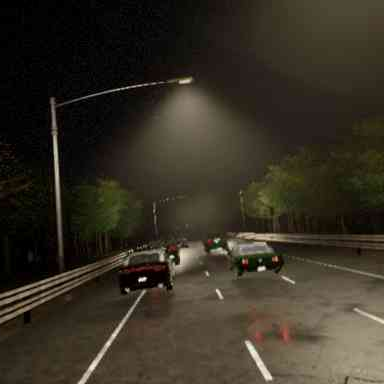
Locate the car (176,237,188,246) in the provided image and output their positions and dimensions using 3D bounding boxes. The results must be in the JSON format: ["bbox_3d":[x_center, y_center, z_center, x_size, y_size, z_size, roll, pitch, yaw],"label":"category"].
[{"bbox_3d":[-2.018,10.152,67.921,2.128,1.511,4.902,-5,-7,-2],"label":"car"}]

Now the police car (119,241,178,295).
[{"bbox_3d":[-1.783,3.138,13.999,1.930,1.638,5.238,-5,-7,-2],"label":"police car"}]

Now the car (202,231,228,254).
[{"bbox_3d":[2.334,5.078,33.838,2.150,2.045,5.566,-5,-7,-2],"label":"car"}]

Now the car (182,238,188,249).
[{"bbox_3d":[-1.532,7.651,48.288,2.033,1.411,5.357,-5,-7,-2],"label":"car"}]

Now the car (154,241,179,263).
[{"bbox_3d":[-2.171,5.256,29.744,1.882,1.535,5.008,-5,-7,-2],"label":"car"}]

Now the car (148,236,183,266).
[{"bbox_3d":[-2.048,4.228,23.857,2.150,2.045,5.566,-5,-7,-2],"label":"car"}]

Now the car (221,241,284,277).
[{"bbox_3d":[2.721,3.062,15.488,1.895,1.301,4.718,-6,-7,-1],"label":"car"}]
